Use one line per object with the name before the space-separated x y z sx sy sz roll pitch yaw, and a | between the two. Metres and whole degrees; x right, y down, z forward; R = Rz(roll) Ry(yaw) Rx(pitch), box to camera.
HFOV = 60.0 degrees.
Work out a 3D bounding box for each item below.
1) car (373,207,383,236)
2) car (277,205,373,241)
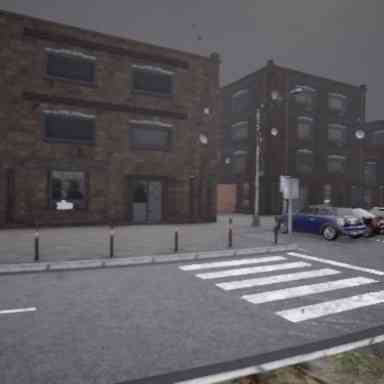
car | 9.136 1.608 19.164 2.097 1.535 5.008 1 0 -28
car | 6.717 1.458 17.832 2.185 1.767 4.553 1 0 -28
